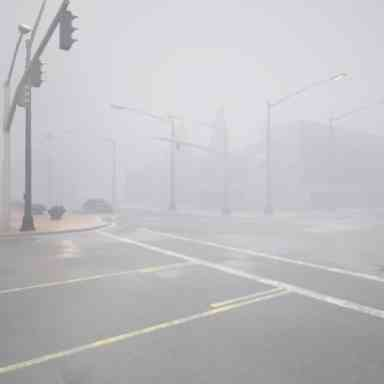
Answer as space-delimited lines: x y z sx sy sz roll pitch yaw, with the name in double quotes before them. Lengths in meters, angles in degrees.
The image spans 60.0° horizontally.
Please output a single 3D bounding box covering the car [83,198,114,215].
"car" -9.353 1.378 33.009 1.837 1.490 4.892 0 1 -35
